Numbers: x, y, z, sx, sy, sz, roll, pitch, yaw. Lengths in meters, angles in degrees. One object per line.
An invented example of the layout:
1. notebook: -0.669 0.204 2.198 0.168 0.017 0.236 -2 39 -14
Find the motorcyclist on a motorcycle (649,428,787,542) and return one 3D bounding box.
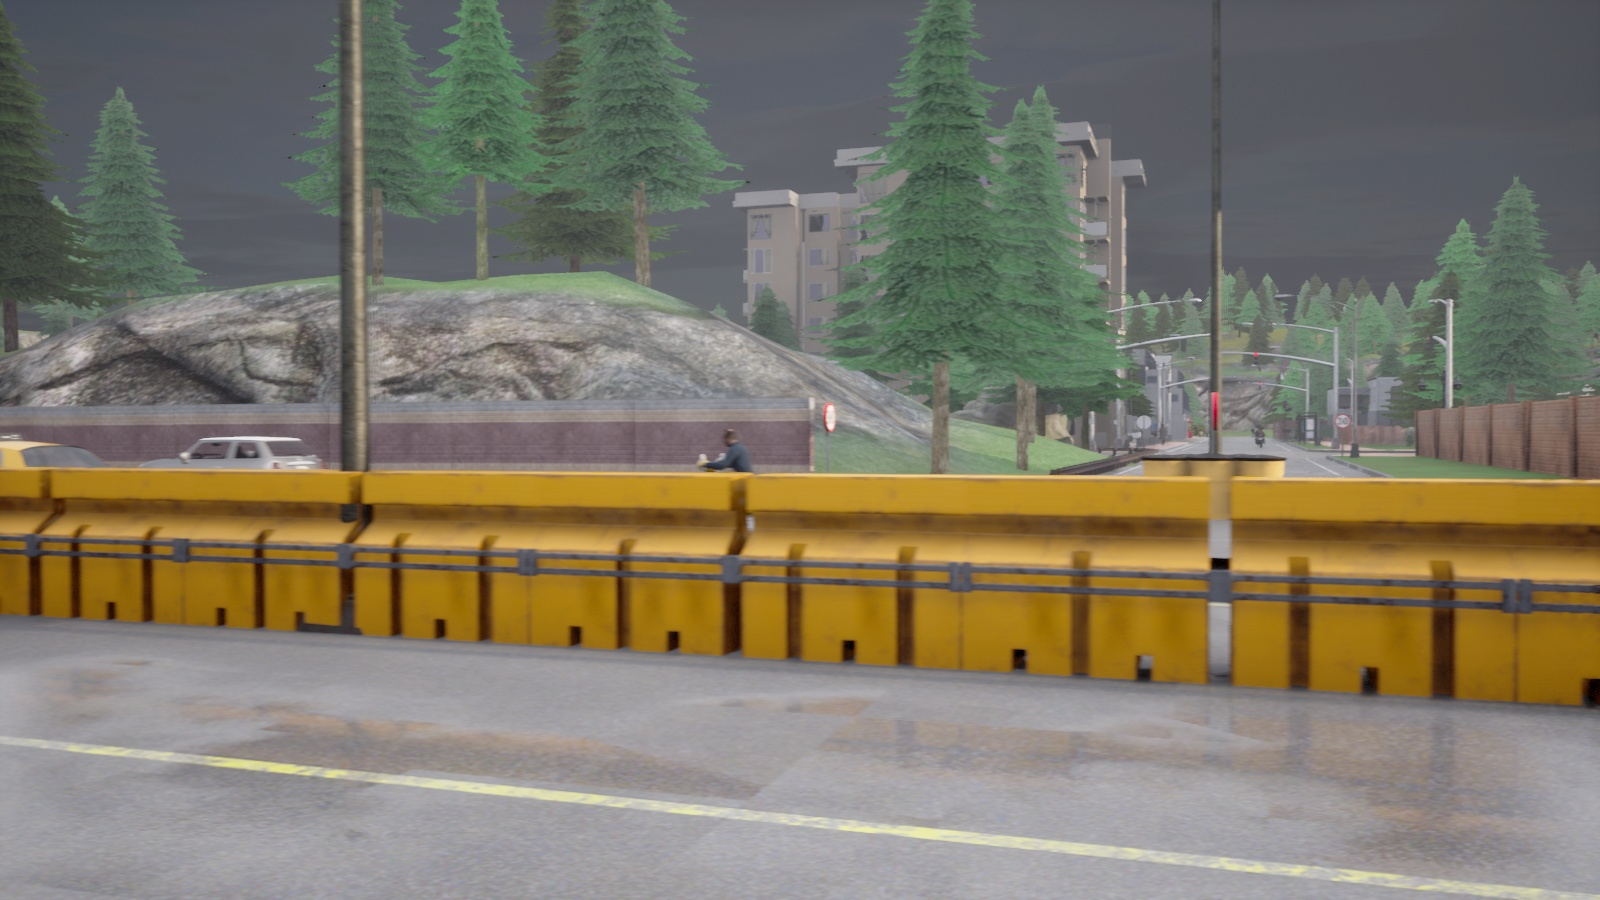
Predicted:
1. motorcyclist on a motorcycle: -1.187 0.481 18.362 1.817 1.590 0.866 1 1 19

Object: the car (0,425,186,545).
1. car: -11.734 0.429 18.218 5.366 1.575 1.801 1 1 19

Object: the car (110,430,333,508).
1. car: -11.764 0.338 25.610 3.806 1.475 1.970 1 1 18
